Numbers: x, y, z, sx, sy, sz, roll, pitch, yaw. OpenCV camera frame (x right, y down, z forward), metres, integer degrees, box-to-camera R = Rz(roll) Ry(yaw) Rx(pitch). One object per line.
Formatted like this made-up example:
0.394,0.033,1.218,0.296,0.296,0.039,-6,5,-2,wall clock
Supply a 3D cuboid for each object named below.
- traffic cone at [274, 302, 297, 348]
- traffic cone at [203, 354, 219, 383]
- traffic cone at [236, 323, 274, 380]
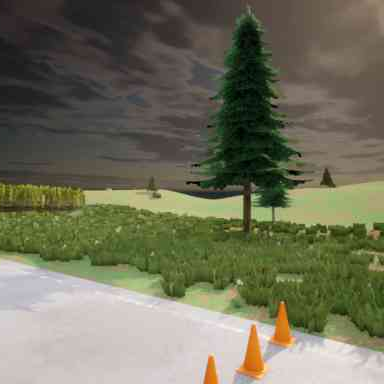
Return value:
1.364,1.955,5.017,0.340,0.580,0.340,0,0,36,traffic cone
0.195,1.955,3.394,0.340,0.580,0.340,0,0,36,traffic cone
0.780,1.955,4.205,0.340,0.580,0.340,0,0,36,traffic cone
